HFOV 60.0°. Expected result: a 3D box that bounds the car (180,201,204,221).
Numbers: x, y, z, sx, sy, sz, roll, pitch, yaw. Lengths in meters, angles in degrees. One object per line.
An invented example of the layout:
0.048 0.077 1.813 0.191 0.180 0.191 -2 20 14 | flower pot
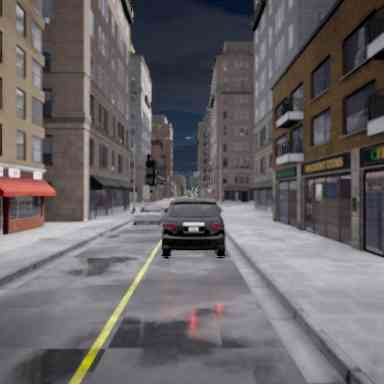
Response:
0.008 1.559 28.342 1.837 1.490 4.892 0 0 0 | car

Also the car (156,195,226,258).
0.056 1.244 13.007 2.150 2.045 5.566 0 0 0 | car

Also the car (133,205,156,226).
-2.918 1.645 23.524 1.895 1.301 4.718 0 0 0 | car
